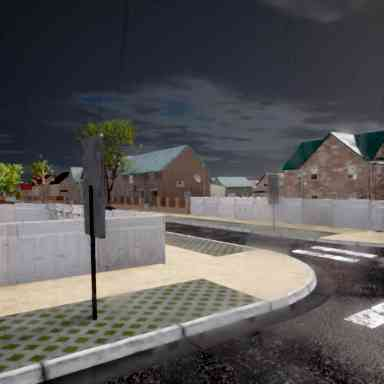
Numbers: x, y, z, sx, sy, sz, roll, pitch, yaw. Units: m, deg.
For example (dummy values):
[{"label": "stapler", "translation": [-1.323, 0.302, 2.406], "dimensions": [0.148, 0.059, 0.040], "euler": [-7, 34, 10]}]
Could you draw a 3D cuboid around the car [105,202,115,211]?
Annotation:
[{"label": "car", "translation": [-9.049, 1.730, 32.736], "dimensions": [1.994, 1.385, 4.181], "euler": [-2, 1, -35]}]
